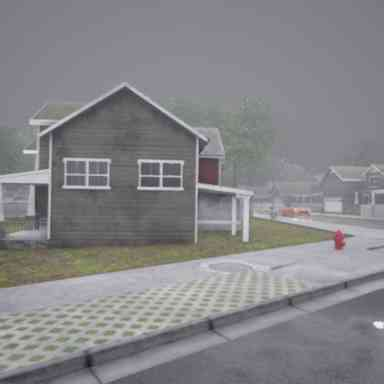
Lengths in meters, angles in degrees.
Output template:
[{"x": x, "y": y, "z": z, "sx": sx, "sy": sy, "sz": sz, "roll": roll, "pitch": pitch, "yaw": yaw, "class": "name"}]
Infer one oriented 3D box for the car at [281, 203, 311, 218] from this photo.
[{"x": 12.189, "y": 2.059, "z": 39.086, "sx": 2.097, "sy": 1.767, "sz": 4.553, "roll": 1, "pitch": -2, "yaw": -6, "class": "car"}]
